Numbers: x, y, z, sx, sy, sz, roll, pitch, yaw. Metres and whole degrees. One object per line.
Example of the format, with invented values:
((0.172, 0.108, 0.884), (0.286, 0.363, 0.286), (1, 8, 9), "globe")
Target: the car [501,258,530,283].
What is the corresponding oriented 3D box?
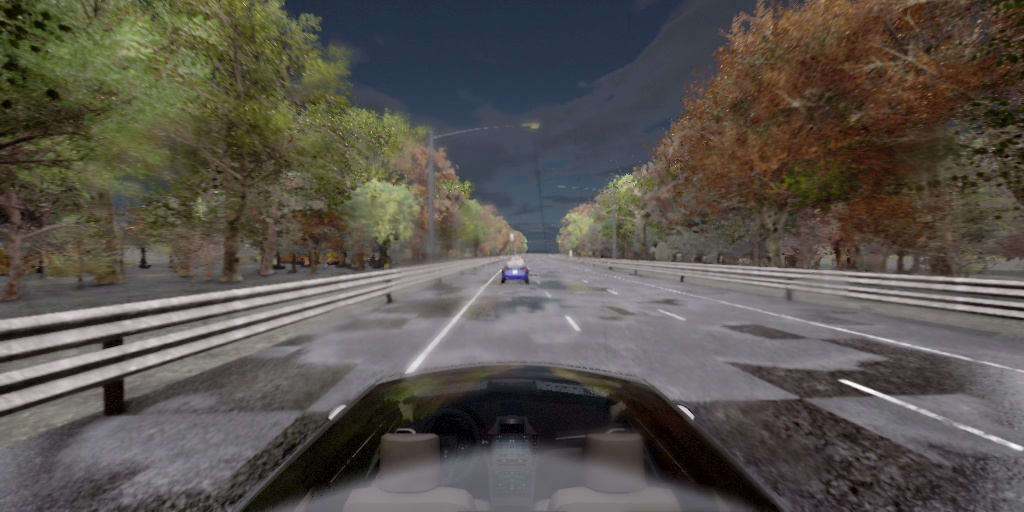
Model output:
((0.234, 1.115, 26.355), (2.163, 1.488, 4.792), (0, 0, 1), "car")
